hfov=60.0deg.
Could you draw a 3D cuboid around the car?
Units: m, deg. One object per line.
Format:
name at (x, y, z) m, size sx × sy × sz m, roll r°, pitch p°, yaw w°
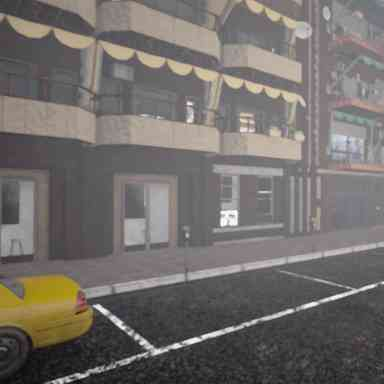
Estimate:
car at (-3.710, 1.523, 3.917) m, size 4.829 × 1.417 × 1.752 m, roll 1°, pitch -1°, yaw -35°
